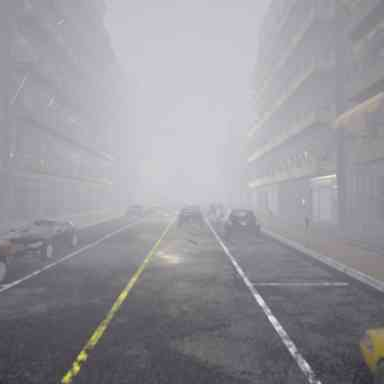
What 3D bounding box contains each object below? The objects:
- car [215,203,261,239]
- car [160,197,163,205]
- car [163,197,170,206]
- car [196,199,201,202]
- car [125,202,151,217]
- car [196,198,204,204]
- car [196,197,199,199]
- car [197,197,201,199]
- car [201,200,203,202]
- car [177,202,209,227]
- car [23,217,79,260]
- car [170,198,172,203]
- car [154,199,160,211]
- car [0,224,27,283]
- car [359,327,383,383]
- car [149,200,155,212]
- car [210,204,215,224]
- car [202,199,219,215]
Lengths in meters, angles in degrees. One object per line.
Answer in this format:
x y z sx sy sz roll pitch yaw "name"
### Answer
2.567 1.631 18.591 1.967 1.590 4.097 1 -1 0 "car"
-6.080 1.993 52.613 1.967 1.590 4.097 1 -1 0 "car"
-6.215 2.271 69.623 2.008 1.369 4.403 1 -1 0 "car"
-0.226 2.003 42.561 1.994 1.385 4.181 0 -1 0 "car"
-5.948 1.949 35.599 1.947 1.339 4.313 1 -1 0 "car"
2.020 2.390 86.802 1.752 1.417 4.829 1 -1 0 "car"
2.121 2.300 75.292 1.887 1.381 4.507 1 -1 0 "car"
2.254 2.135 58.281 1.887 1.381 4.507 1 -1 0 "car"
2.388 1.966 41.271 1.887 1.381 4.507 1 -1 0 "car"
-0.092 1.757 25.289 2.128 1.511 4.902 0 -1 0 "car"
-5.770 1.702 12.915 2.008 1.369 4.403 1 -1 0 "car"
-6.256 2.089 75.295 2.192 1.841 5.009 1 -1 0 "car"
-6.037 2.048 46.940 2.008 1.369 4.403 1 -1 0 "car"
-5.726 1.636 7.244 1.887 1.381 4.507 1 -1 0 "car"
2.698 1.540 1.749 1.752 1.417 4.829 1 -1 0 "car"
-5.991 1.964 41.100 1.752 1.417 4.829 1 -1 0 "car"
2.522 1.830 24.261 1.802 1.307 4.206 1 -1 0 "car"
2.433 1.804 35.601 1.967 1.590 4.097 1 -1 0 "car"
